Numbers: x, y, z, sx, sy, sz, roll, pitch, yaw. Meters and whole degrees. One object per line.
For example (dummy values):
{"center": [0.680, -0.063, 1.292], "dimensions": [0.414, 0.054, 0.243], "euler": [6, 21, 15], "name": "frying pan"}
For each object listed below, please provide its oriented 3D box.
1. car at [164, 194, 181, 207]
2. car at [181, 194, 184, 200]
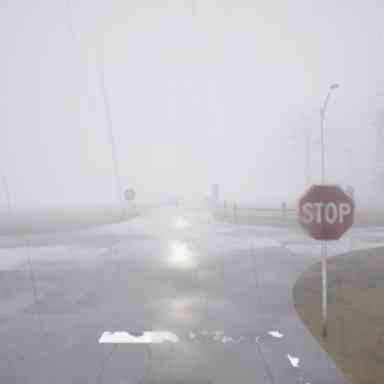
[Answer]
{"center": [-2.866, 1.319, 46.844], "dimensions": [1.882, 1.535, 5.008], "euler": [0, 1, 0], "name": "car"}
{"center": [-2.943, 1.191, 76.937], "dimensions": [1.994, 1.385, 4.181], "euler": [0, 0, 0], "name": "car"}
